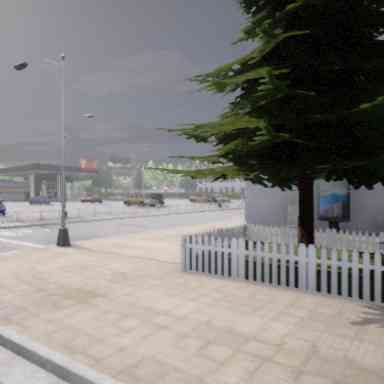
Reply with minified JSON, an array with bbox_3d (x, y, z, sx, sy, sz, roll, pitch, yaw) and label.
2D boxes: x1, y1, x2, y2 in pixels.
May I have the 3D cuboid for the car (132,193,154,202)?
[{"bbox_3d":[-10.430,1.122,70.332,4.605,1.855,1.932,0,0,36],"label":"car"}]

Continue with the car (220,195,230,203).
[{"bbox_3d":[5.291,1.248,62.939,3.806,1.475,1.970,0,0,36],"label":"car"}]

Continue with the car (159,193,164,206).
[{"bbox_3d":[-5.758,1.093,47.219,3.866,1.878,1.905,0,0,36],"label":"car"}]

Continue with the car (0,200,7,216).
[{"bbox_3d":[-18.187,1.390,29.686,3.633,1.501,1.845,0,0,36],"label":"car"}]

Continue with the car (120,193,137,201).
[{"bbox_3d":[-14.855,1.105,77.621,3.866,1.878,1.905,0,0,36],"label":"car"}]

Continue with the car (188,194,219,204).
[{"bbox_3d":[1.774,1.170,57.561,5.027,1.636,2.152,0,0,36],"label":"car"}]

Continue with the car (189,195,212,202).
[{"bbox_3d":[1.749,1.318,70.050,4.514,1.523,2.007,0,0,36],"label":"car"}]

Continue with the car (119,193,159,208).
[{"bbox_3d":[-7.135,1.113,44.627,4.605,1.855,1.932,0,0,36],"label":"car"}]

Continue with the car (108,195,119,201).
[{"bbox_3d":[-17.306,1.390,75.293,3.806,1.475,1.970,0,0,36],"label":"car"}]

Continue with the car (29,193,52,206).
[{"bbox_3d":[-24.255,1.345,52.629,3.633,1.501,1.845,0,0,36],"label":"car"}]

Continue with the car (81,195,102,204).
[{"bbox_3d":[-18.338,1.323,60.682,4.514,1.523,2.007,0,0,36],"label":"car"}]

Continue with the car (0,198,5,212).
[{"bbox_3d":[-22.431,1.404,36.464,3.806,1.475,1.970,0,0,36],"label":"car"}]
